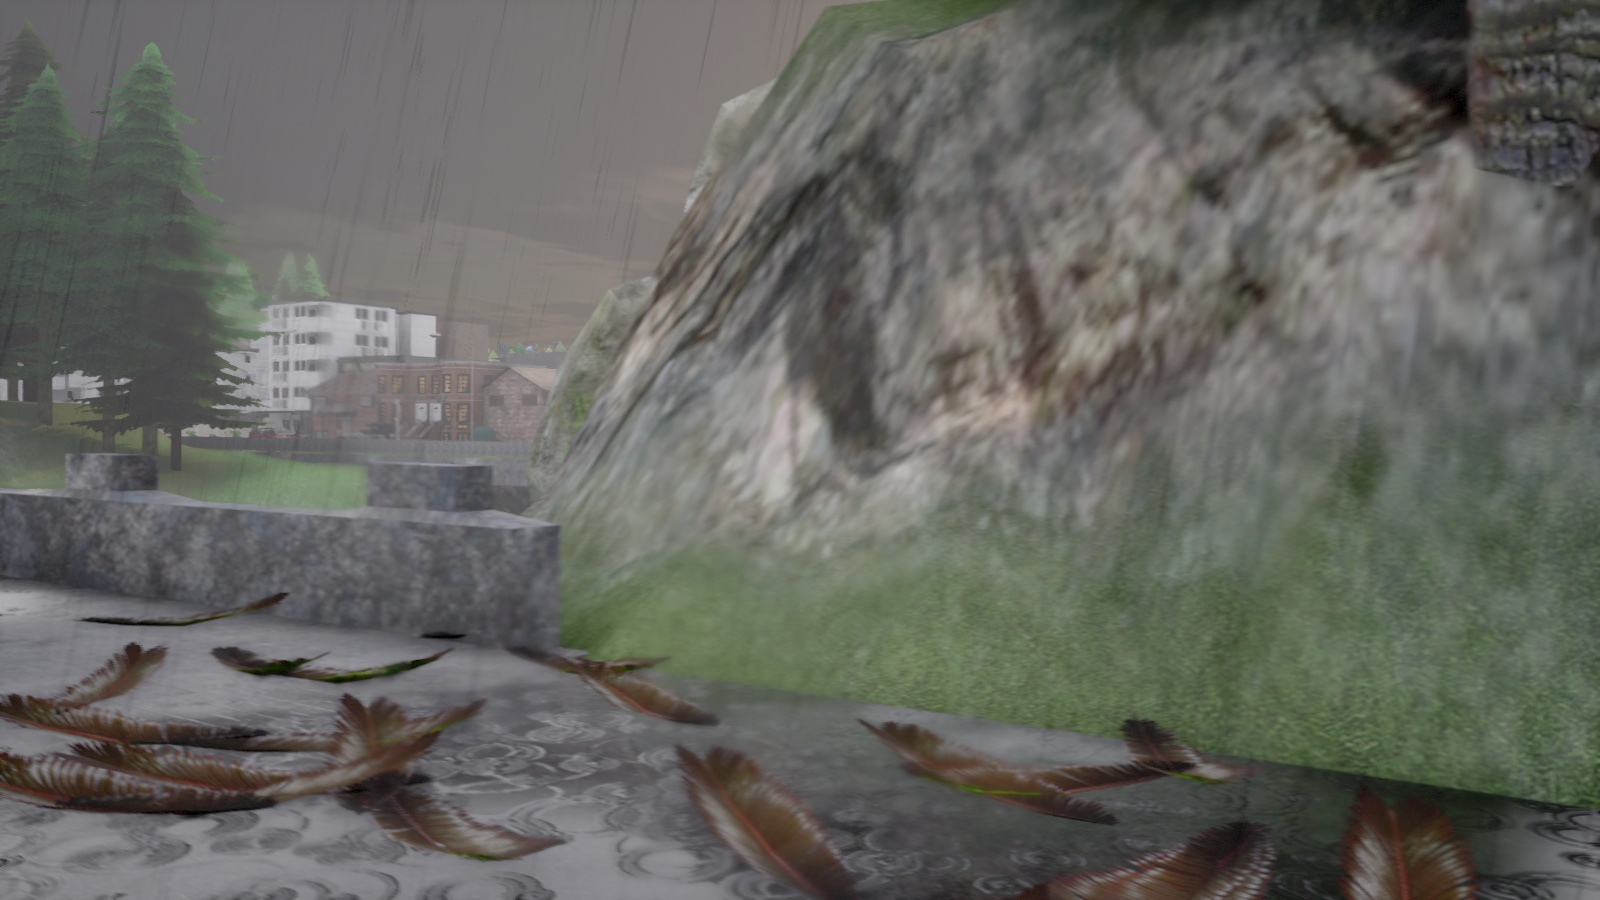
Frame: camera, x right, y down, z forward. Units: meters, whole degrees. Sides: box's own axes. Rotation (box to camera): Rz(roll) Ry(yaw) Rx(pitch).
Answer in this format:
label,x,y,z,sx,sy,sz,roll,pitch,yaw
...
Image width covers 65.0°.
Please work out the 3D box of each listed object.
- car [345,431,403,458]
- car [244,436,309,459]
label,x,y,z,sx,sy,sz,roll,pitch,yaw
car,-30.034,-0.408,88.475,3.866,1.878,1.905,0,1,34
car,-36.773,-0.192,88.163,4.514,1.525,2.007,0,1,34
